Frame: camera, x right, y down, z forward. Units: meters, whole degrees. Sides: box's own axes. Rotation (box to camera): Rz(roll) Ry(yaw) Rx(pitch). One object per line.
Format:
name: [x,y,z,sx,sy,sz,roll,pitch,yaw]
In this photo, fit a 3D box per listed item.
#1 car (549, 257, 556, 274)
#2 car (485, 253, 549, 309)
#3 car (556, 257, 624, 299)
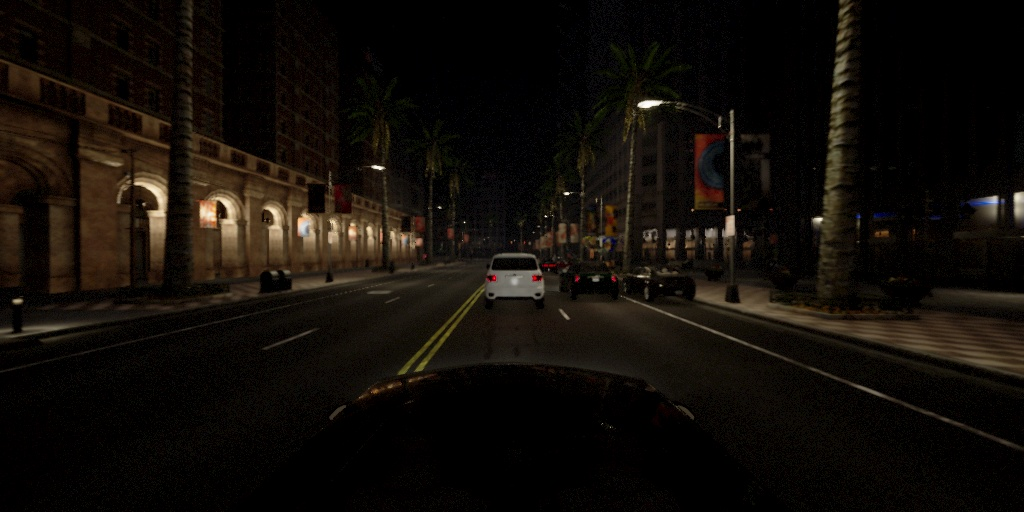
car: [3.585,1.097,37.297,1.837,1.490,4.892,0,0,0]
car: [0.091,0.914,14.843,2.150,2.045,5.566,0,0,0]
car: [3.594,1.031,17.496,2.097,1.767,4.553,0,0,0]
